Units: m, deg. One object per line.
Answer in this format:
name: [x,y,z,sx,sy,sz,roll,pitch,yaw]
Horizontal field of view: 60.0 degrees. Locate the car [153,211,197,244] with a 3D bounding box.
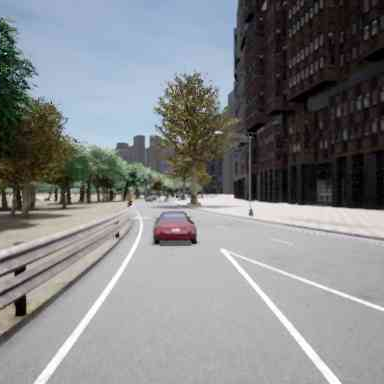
car: [-0.895,1.625,16.366,1.994,1.385,4.181,0,0,-5]

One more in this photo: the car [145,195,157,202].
car: [-11.158,1.962,87.123,2.033,1.411,5.357,0,0,-2]

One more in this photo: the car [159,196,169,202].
car: [-7.704,1.947,88.203,1.812,1.442,4.674,0,0,-2]
